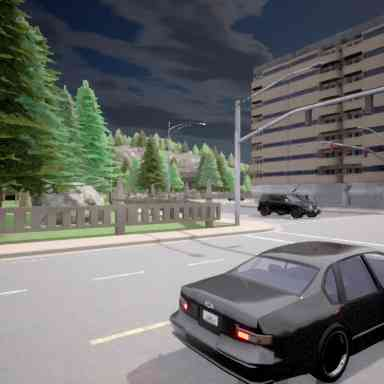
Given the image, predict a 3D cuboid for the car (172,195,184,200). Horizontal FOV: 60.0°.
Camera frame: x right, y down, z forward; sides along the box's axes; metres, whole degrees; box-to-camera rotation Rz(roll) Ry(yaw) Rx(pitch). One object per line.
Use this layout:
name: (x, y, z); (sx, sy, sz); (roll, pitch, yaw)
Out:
car: (-1.472, 1.492, 45.217); (2.033, 1.411, 5.357); (0, 0, -18)

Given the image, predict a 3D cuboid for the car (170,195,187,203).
car: (-2.692, 1.437, 66.924); (2.128, 1.511, 4.902); (0, 0, 12)

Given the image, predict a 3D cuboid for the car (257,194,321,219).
car: (8.138, 1.166, 28.504); (2.150, 2.045, 5.566); (0, 0, -36)

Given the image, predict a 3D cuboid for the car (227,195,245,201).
car: (10.412, 1.484, 78.782); (2.033, 1.411, 5.357); (0, 0, 40)

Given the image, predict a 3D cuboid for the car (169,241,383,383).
car: (2.273, 1.547, 5.410); (5.357, 1.411, 2.033); (0, 0, -35)
